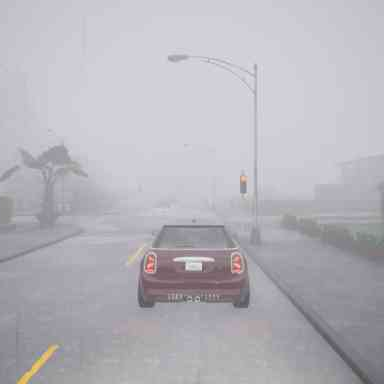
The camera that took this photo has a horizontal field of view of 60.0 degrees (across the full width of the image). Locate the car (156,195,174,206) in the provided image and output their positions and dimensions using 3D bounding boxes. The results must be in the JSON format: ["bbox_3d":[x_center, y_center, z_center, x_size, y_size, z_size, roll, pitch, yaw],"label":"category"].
[{"bbox_3d":[-4.052,1.564,47.899,1.994,1.385,4.181,0,0,0],"label":"car"}]

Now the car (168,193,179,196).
[{"bbox_3d":[-3.943,1.221,68.195,2.150,2.045,5.566,0,0,1],"label":"car"}]

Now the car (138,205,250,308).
[{"bbox_3d":[0.052,1.352,8.086,2.097,1.767,4.553,0,0,1],"label":"car"}]

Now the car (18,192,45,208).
[{"bbox_3d":[-19.721,0.985,41.964,1.905,1.878,3.866,0,0,35],"label":"car"}]

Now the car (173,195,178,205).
[{"bbox_3d":[-4.022,1.601,57.801,1.895,1.301,4.718,0,0,0],"label":"car"}]
